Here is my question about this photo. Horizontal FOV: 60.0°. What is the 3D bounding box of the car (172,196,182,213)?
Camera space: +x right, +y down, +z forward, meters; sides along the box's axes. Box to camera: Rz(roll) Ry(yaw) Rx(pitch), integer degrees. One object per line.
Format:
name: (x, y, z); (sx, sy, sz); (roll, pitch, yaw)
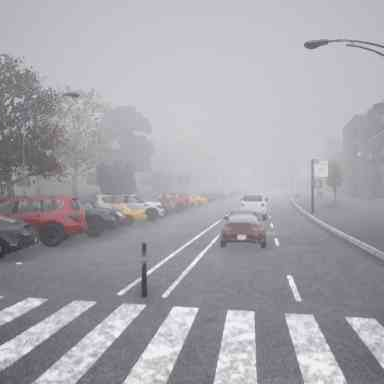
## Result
car: (-3.722, 1.425, 31.859); (4.792, 1.488, 2.163); (-1, 1, -8)

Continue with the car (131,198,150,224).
car: (-5.787, 1.477, 23.111); (5.366, 1.575, 1.946); (-1, 0, -8)

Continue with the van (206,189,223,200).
van: (2.532, 0.546, 57.821); (4.442, 1.987, 1.878); (-1, 1, -5)

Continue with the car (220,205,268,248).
car: (2.334, 1.529, 14.735); (1.812, 1.442, 4.674); (0, 0, 11)

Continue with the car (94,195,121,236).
car: (-6.790, 1.234, 17.339); (5.566, 2.045, 2.435); (-1, 0, -9)

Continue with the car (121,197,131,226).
car: (-6.247, 1.359, 20.235); (4.553, 1.767, 2.185); (-1, 0, -8)

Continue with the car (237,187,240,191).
car: (8.256, 0.145, 77.868); (4.553, 1.767, 2.185); (-1, 1, -4)

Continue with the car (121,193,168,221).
car: (-4.954, 1.208, 26.065); (5.566, 2.045, 2.435); (-1, 0, -8)

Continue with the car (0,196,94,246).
car: (-7.435, 1.235, 14.407); (5.566, 2.045, 2.435); (-1, 0, -9)

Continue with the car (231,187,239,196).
car: (7.388, 0.341, 75.028); (4.892, 1.521, 2.231); (-1, 1, -4)

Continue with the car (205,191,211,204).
car: (-0.465, 1.071, 46.308); (5.366, 1.575, 1.946); (-1, 2, -6)

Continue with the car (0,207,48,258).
car: (-7.979, 1.487, 11.496); (4.892, 1.521, 2.231); (-1, 0, -9)

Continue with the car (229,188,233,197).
car: (4.978, 0.551, 66.443); (5.008, 1.535, 2.097); (-1, 1, -5)

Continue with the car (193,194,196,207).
car: (-2.370, 1.290, 37.668); (4.892, 1.521, 2.231); (-1, 1, -7)

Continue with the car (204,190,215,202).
car: (0.443, 0.995, 49.209); (5.008, 1.535, 2.097); (-1, 2, -6)

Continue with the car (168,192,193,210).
car: (-3.066, 1.096, 34.755); (5.566, 2.045, 2.435); (-1, 1, -7)

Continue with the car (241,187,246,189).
car: (9.888, -0.113, 83.557); (5.566, 2.045, 2.435); (-1, 1, -3)

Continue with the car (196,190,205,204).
car: (-1.017, 1.020, 43.444); (4.553, 1.767, 2.185); (-1, 1, -6)

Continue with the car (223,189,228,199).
car: (3.408, 0.696, 60.719); (5.008, 1.535, 2.097); (-1, 1, -5)

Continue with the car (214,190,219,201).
car: (1.157, 0.919, 52.099); (5.008, 1.535, 2.097); (-1, 1, -6)

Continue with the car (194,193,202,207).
car: (-1.675, 1.220, 40.554); (5.008, 1.535, 2.097); (-1, 1, -7)

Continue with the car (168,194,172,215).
car: (-4.314, 1.306, 28.966); (4.553, 1.767, 2.185); (-1, 1, -8)

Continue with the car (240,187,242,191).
car: (9.066, 0.244, 80.727); (4.674, 1.452, 2.002); (-1, 1, -4)

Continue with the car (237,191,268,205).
car: (5.479, 1.169, 29.449); (2.150, 2.045, 5.566); (0, 1, 13)

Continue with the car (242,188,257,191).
car: (12.969, 0.320, 75.129); (1.994, 1.385, 4.181); (0, 1, 16)
